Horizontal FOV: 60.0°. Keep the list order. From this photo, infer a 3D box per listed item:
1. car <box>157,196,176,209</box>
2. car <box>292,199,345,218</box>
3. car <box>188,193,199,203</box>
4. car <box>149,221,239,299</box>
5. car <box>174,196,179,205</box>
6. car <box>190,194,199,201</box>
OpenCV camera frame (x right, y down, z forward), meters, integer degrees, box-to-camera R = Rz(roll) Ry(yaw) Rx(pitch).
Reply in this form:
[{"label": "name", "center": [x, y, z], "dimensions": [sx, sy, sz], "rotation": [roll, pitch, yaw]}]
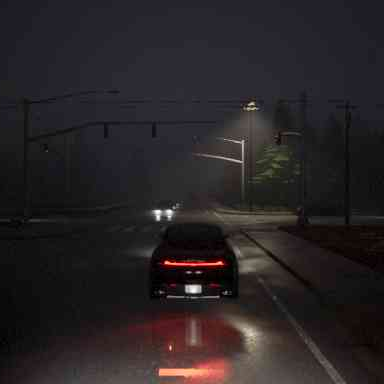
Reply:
[{"label": "car", "center": [-3.599, 1.599, 44.843], "dimensions": [1.895, 1.301, 4.718], "rotation": [0, 0, 0]}, {"label": "car", "center": [11.289, 1.377, 29.636], "dimensions": [4.553, 1.767, 2.097], "rotation": [0, 0, 1]}, {"label": "car", "center": [0.296, 1.222, 70.472], "dimensions": [2.150, 2.045, 5.566], "rotation": [0, 0, 2]}, {"label": "car", "center": [0.047, 1.501, 8.439], "dimensions": [1.837, 1.490, 4.892], "rotation": [0, 0, 1]}, {"label": "car", "center": [-3.573, 1.475, 55.015], "dimensions": [1.882, 1.535, 5.008], "rotation": [0, 0, 0]}, {"label": "car", "center": [0.567, 1.352, 80.865], "dimensions": [2.097, 1.767, 4.553], "rotation": [0, 0, 2]}]
